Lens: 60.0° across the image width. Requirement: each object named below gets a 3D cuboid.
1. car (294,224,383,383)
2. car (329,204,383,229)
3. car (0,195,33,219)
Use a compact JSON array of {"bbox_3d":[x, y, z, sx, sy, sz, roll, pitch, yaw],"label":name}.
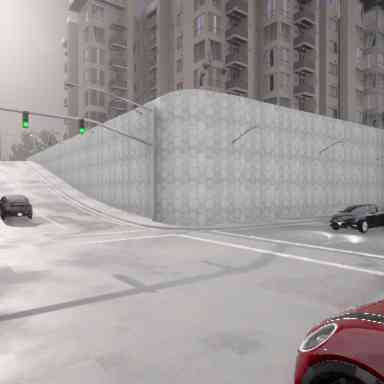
[{"bbox_3d":[2.902,1.349,2.009,2.097,1.767,4.553,0,0,-36],"label":"car"},{"bbox_3d":[10.174,1.505,19.861,4.892,1.490,1.837,0,0,-36],"label":"car"},{"bbox_3d":[-12.624,0.948,23.598,1.837,1.490,4.892,0,6,-36],"label":"car"}]
